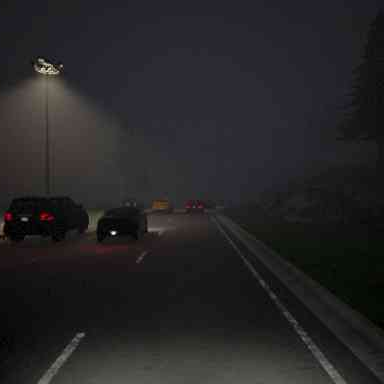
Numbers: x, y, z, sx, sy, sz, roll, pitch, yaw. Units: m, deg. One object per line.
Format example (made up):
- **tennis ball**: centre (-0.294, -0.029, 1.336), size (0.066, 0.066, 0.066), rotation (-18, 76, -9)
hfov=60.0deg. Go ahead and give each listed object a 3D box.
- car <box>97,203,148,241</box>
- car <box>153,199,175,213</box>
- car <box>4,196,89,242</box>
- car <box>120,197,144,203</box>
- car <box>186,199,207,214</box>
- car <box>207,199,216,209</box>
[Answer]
- **car**: centre (-3.400, 1.505, 16.820), size (1.837, 1.490, 4.892), rotation (0, 0, 0)
- **car**: centre (-3.065, 1.478, 36.635), size (1.882, 1.535, 5.008), rotation (0, 0, 4)
- **car**: centre (-6.900, 1.221, 16.417), size (2.150, 2.045, 5.566), rotation (0, 0, 0)
- **car**: centre (-6.548, 1.352, 36.651), size (2.097, 1.767, 4.553), rotation (0, 0, 4)
- **car**: centre (0.334, 1.547, 35.218), size (2.033, 1.411, 5.357), rotation (0, 0, 3)
- **car**: centre (1.941, 1.564, 44.498), size (1.994, 1.385, 4.181), rotation (0, 0, 14)
